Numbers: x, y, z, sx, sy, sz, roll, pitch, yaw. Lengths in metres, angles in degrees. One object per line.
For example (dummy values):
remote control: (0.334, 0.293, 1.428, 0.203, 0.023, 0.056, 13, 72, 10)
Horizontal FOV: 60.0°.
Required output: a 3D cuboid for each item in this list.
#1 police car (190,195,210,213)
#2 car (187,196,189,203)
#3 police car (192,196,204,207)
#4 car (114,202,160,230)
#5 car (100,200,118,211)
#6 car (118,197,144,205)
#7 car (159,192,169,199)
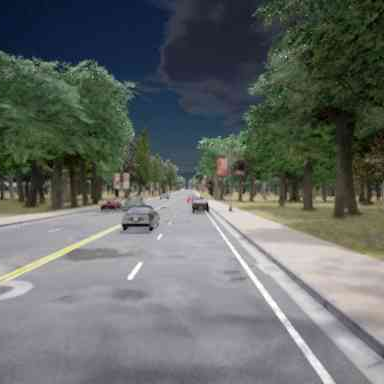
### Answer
police car: (0.971, 1.486, 38.147, 1.930, 1.638, 5.238, 0, 0, 0)
car: (-0.007, 1.363, 71.672, 2.097, 1.767, 4.553, 0, 0, 0)
police car: (0.970, 1.518, 54.149, 1.930, 1.638, 5.238, 0, 0, 0)
car: (-3.153, 1.579, 21.112, 2.033, 1.411, 5.357, 0, 0, 0)
car: (-9.842, 1.667, 40.991, 1.895, 1.301, 4.718, 0, 0, 0)
car: (-6.592, 1.412, 37.775, 2.097, 1.767, 4.553, 0, 0, 0)
car: (-6.509, 0.991, 78.817, 2.150, 2.045, 5.566, 0, 0, 0)
